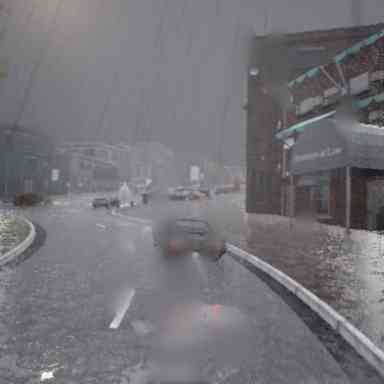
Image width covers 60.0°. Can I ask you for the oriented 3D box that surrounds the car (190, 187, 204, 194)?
[{"bbox_3d":[1.237,-0.410,74.662,1.994,1.385,4.181,1,3,18],"label":"car"}]

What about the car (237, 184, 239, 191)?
[{"bbox_3d":[8.431,-0.850,80.476,4.553,1.767,2.185,1,2,-1],"label":"car"}]

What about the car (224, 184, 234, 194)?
[{"bbox_3d":[5.597,-0.601,71.814,5.566,2.045,2.435,1,2,-1],"label":"car"}]

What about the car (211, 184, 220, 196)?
[{"bbox_3d":[1.680,-0.102,60.258,5.566,2.045,2.435,1,3,-1],"label":"car"}]

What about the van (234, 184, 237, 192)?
[{"bbox_3d":[7.615,-0.824,77.590,4.442,1.987,1.878,1,2,-1],"label":"van"}]

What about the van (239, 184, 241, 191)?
[{"bbox_3d":[9.312,-1.076,83.347,4.442,1.987,1.878,1,3,-1],"label":"van"}]

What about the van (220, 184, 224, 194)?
[{"bbox_3d":[3.521,-0.327,66.030,4.442,1.987,1.878,1,3,-1],"label":"van"}]

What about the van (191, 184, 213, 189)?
[{"bbox_3d":[0.859,0.049,57.386,4.442,1.987,1.878,1,2,-1],"label":"van"}]

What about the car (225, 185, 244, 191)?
[{"bbox_3d":[11.389,-1.069,89.148,4.792,1.488,2.163,1,2,-2],"label":"car"}]

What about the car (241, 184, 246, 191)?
[{"bbox_3d":[10.580,-0.975,86.262,5.366,1.575,1.946,1,2,-1],"label":"car"}]

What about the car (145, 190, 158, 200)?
[{"bbox_3d":[-5.853,0.456,53.061,1.882,1.535,5.008,1,3,18],"label":"car"}]

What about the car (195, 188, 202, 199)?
[{"bbox_3d":[-1.190,0.564,51.619,4.674,1.452,2.002,1,3,-1],"label":"car"}]

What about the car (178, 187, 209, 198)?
[{"bbox_3d":[-0.411,0.393,54.498,5.366,1.575,1.946,1,3,-1],"label":"car"}]

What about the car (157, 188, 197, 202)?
[{"bbox_3d":[-2.163,0.649,48.738,4.892,1.521,2.231,1,2,-1],"label":"car"}]

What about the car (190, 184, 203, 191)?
[{"bbox_3d":[1.205,-1.204,84.796,2.097,1.767,4.553,1,3,18],"label":"car"}]

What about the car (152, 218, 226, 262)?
[{"bbox_3d":[-0.338,1.575,12.016,1.895,1.301,4.718,2,0,-12],"label":"car"}]

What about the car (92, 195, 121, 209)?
[{"bbox_3d":[-9.786,1.097,38.403,2.128,1.511,4.902,1,2,9],"label":"car"}]

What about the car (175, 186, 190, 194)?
[{"bbox_3d":[-2.109,-0.495,74.898,1.882,1.535,5.008,1,3,18],"label":"car"}]

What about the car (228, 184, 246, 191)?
[{"bbox_3d":[12.352,-1.347,92.025,4.553,1.767,2.185,1,3,-2],"label":"car"}]
